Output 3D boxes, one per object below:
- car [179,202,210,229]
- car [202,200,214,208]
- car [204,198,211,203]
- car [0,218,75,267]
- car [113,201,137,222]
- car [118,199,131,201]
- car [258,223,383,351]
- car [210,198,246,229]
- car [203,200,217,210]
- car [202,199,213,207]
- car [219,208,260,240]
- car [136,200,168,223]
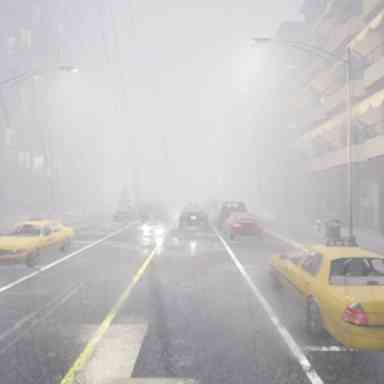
[{"bbox_3d":[0.106,1.696,23.465,2.163,1.488,4.792,0,0,0],"label":"car"},{"bbox_3d":[2.680,2.049,57.192,1.802,1.307,4.206,1,0,0],"label":"car"},{"bbox_3d":[2.681,1.690,45.881,2.192,1.841,5.009,1,0,0],"label":"car"},{"bbox_3d":[-5.676,1.623,11.812,1.752,1.417,4.829,1,0,0],"label":"car"},{"bbox_3d":[-5.672,1.788,28.950,2.008,1.369,4.403,1,0,0],"label":"car"},{"bbox_3d":[-18.691,2.460,91.233,4.313,1.339,1.947,0,-1,0],"label":"car"},{"bbox_3d":[2.714,1.579,6.457,1.752,1.417,4.829,1,0,0],"label":"car"},{"bbox_3d":[2.677,1.506,23.257,2.192,1.841,5.009,1,0,0],"label":"car"},{"bbox_3d":[2.680,1.987,51.535,1.947,1.339,4.313,1,0,0],"label":"car"},{"bbox_3d":[2.852,2.094,62.848,1.802,1.307,4.206,1,0,0],"label":"car"},{"bbox_3d":[2.672,1.727,17.599,1.802,1.307,4.206,1,0,0],"label":"car"},{"bbox_3d":[-3.092,1.724,28.294,2.128,1.511,4.902,0,0,0],"label":"car"}]
